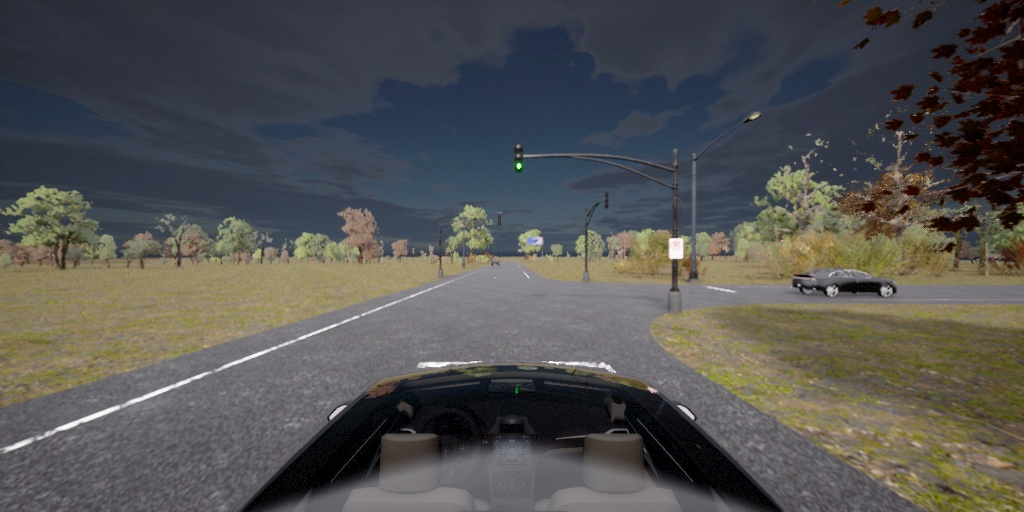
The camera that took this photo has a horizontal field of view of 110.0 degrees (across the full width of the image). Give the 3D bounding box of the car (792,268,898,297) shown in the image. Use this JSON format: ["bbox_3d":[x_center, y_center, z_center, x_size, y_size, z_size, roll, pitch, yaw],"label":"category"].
[{"bbox_3d":[18.334,1.440,19.856,4.902,1.511,2.128,0,0,0],"label":"car"}]
